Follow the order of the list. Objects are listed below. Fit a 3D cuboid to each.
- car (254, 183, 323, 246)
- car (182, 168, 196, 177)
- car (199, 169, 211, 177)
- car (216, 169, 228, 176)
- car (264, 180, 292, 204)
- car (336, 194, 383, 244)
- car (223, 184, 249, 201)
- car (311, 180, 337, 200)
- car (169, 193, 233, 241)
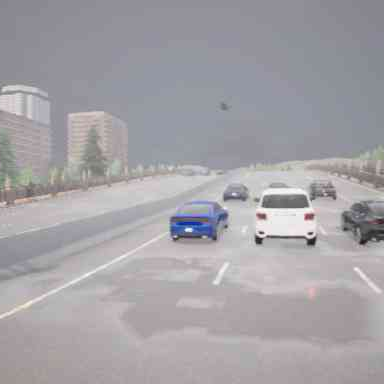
[{"bbox_3d":[3.750,0.834,13.693,2.150,2.045,5.566,-1,3,14],"label":"car"},{"bbox_3d":[-0.712,-4.113,69.716,2.097,1.767,4.553,-1,6,14],"label":"car"},{"bbox_3d":[2.688,-3.993,68.876,1.812,1.442,4.674,-1,6,14],"label":"car"},{"bbox_3d":[6.098,-4.018,68.086,1.994,1.385,4.181,-1,6,14],"label":"car"},{"bbox_3d":[7.155,-0.069,27.764,2.033,1.411,5.357,-1,6,14],"label":"car"},{"bbox_3d":[7.221,1.059,13.130,1.837,1.490,4.892,-1,4,14],"label":"car"},{"bbox_3d":[3.879,-0.056,29.092,1.994,1.385,4.181,-1,6,14],"label":"car"},{"bbox_3d":[10.740,-0.256,27.681,2.128,1.511,4.902,-1,6,14],"label":"car"},{"bbox_3d":[0.463,1.119,14.956,1.882,1.535,5.008,-1,3,14],"label":"car"}]
